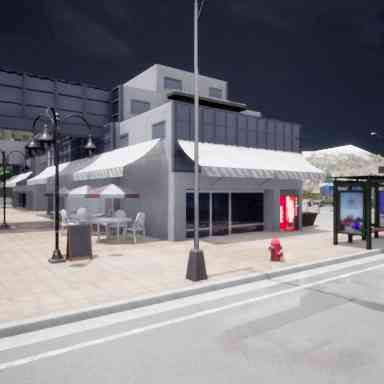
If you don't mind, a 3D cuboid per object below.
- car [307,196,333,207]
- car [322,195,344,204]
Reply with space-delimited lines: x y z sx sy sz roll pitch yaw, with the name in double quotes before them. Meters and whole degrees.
"car" 19.116 1.344 48.778 5.027 1.636 2.152 0 0 -36
"car" 28.397 1.488 66.892 4.514 1.523 2.007 0 0 -36
